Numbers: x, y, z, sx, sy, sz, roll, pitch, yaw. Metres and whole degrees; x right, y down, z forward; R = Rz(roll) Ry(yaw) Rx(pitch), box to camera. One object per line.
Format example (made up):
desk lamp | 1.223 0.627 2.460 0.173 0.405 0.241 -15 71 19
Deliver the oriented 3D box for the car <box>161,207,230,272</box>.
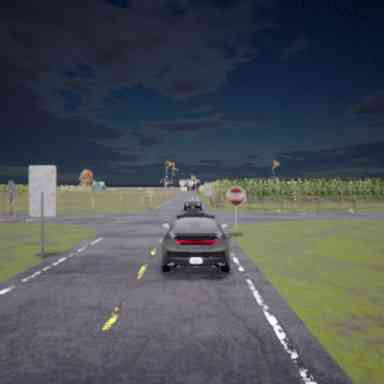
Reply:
car | 0.100 1.413 10.475 1.837 1.490 4.892 0 0 0

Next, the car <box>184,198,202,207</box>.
car | 0.105 1.280 36.371 1.895 1.301 4.718 0 0 0
